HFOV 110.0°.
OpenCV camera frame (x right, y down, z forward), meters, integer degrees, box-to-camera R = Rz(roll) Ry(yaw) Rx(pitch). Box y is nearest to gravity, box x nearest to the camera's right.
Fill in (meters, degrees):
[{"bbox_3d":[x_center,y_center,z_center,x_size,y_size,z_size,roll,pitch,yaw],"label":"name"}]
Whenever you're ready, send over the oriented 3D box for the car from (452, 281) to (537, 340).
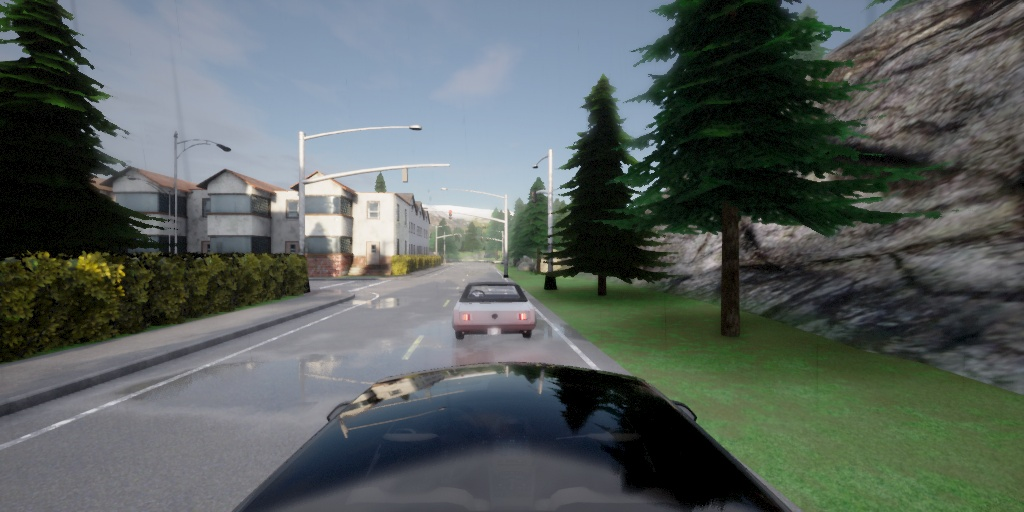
[{"bbox_3d":[-0.539,1.351,10.019,1.895,1.301,4.718,0,0,-4],"label":"car"}]
